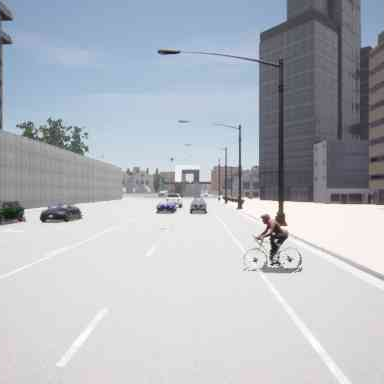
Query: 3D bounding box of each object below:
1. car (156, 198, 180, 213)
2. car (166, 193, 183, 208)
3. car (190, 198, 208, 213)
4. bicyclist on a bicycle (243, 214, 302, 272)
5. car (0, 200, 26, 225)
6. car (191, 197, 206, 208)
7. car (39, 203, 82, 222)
[{"bbox_3d":[-2.751,1.598,36.990,1.895,1.301,4.718,0,0,1],"label":"car"},{"bbox_3d":[-2.557,1.218,48.061,2.150,2.045,5.566,0,0,1],"label":"car"},{"bbox_3d":[0.742,1.544,36.860,2.033,1.411,5.357,0,0,2],"label":"car"},{"bbox_3d":[2.252,1.446,9.365,1.656,1.620,0.582,-2,0,1],"label":"bicyclist on a bicycle"},{"bbox_3d":[-13.677,1.351,23.266,2.097,1.767,4.553,0,0,1],"label":"car"},{"bbox_3d":[0.963,1.544,49.012,2.033,1.411,5.357,0,0,2],"label":"car"},{"bbox_3d":[-10.124,1.562,25.897,1.994,1.385,4.181,0,0,1],"label":"car"}]
